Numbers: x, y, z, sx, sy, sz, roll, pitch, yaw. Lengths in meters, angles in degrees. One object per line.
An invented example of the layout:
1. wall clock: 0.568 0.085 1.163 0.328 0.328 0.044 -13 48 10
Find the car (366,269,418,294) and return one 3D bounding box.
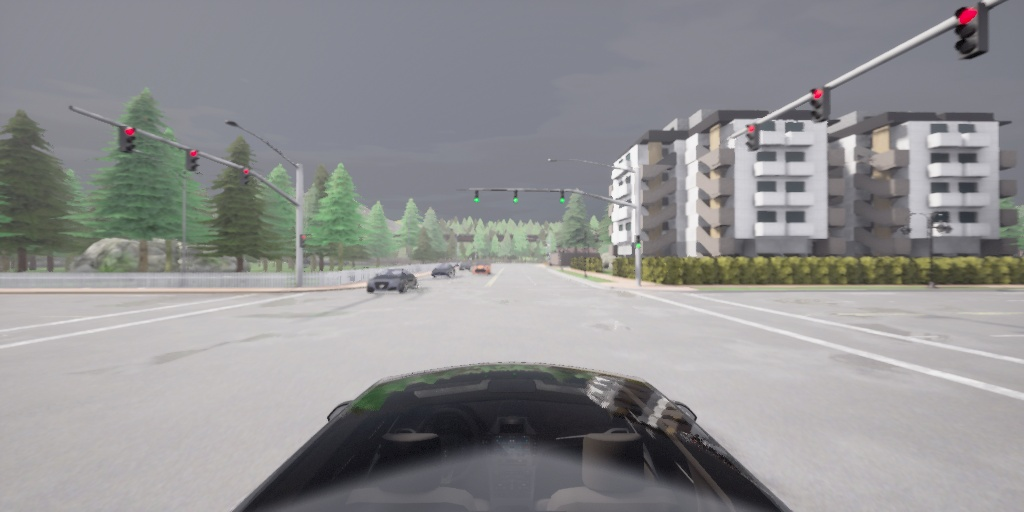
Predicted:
1. car: -6.997 1.447 21.262 1.994 1.385 4.181 0 0 0

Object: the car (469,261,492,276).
1. car: -3.578 1.382 42.846 2.097 1.767 4.553 0 0 0

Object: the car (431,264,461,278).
1. car: -7.090 1.541 37.726 2.033 1.411 5.357 0 0 0

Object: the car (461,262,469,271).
1. car: -6.992 1.674 55.335 1.837 1.490 4.892 0 0 0
